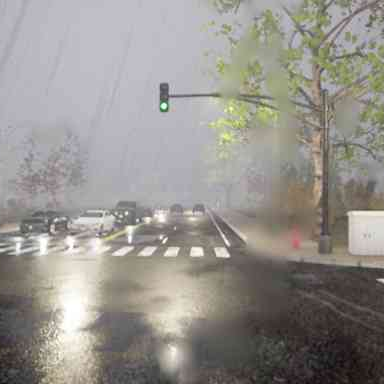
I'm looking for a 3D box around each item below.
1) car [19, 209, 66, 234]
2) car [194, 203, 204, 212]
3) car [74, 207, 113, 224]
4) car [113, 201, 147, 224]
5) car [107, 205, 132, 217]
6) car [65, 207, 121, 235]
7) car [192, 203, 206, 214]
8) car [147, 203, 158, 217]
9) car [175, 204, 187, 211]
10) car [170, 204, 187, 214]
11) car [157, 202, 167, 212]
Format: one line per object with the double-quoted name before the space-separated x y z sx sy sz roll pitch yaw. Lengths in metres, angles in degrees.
"car" -9.568 1.910 22.098 1.837 1.490 4.892 0 -1 -1
"car" 1.281 2.751 61.064 1.837 1.490 4.892 0 -1 1
"car" -9.291 2.159 31.834 2.033 1.411 5.357 0 -1 2
"car" -6.054 1.834 31.426 2.150 2.045 5.566 0 -1 1
"car" -9.042 2.384 41.762 1.994 1.385 4.181 0 -1 2
"car" -6.300 1.933 21.724 1.812 1.442 4.674 0 -1 2
"car" 1.020 2.539 50.650 1.837 1.490 4.892 0 -1 1
"car" -5.810 2.382 41.230 1.994 1.385 4.181 0 -1 1
"car" -1.968 2.839 61.173 1.895 1.301 4.718 0 -1 1
"car" -2.229 2.503 50.732 1.882 1.535 5.008 0 -1 1
"car" -5.342 2.459 56.226 2.128 1.511 4.902 0 -1 1
